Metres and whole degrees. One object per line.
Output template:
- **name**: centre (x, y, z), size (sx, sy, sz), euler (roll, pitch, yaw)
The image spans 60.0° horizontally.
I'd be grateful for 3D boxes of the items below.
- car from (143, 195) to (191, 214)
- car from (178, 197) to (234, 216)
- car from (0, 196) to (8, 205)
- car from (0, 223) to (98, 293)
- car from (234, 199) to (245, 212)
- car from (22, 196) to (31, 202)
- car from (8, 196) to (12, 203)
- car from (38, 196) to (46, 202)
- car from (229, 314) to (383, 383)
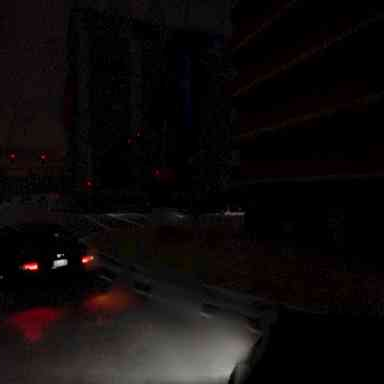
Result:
- **car**: centre (-2.530, 1.328, 36.506), size (5.566, 2.045, 2.150), euler (0, 0, -23)
- **car**: centre (1.460, 1.603, 34.371), size (4.892, 1.490, 1.837), euler (0, 0, -23)
- **car**: centre (-35.253, 1.672, 60.084), size (2.033, 1.411, 5.357), euler (0, 0, -23)
- **car**: centre (-4.366, 1.565, 9.050), size (2.033, 1.411, 5.357), euler (0, 0, -39)
- **car**: centre (6.623, 1.603, 40.301), size (4.892, 1.490, 1.837), euler (0, 0, -22)
- **car**: centre (-40.159, 1.684, 80.650), size (2.128, 1.511, 4.902), euler (0, 0, -23)
- **car**: centre (-40.766, 1.663, 73.107), size (2.128, 1.511, 4.902), euler (0, 0, -23)
- **car**: centre (-37.071, 1.697, 82.333), size (2.033, 1.411, 5.357), euler (0, 0, -23)
- **car**: centre (2.855, 1.546, 2.031), size (5.357, 1.411, 2.033), euler (0, 0, 35)
